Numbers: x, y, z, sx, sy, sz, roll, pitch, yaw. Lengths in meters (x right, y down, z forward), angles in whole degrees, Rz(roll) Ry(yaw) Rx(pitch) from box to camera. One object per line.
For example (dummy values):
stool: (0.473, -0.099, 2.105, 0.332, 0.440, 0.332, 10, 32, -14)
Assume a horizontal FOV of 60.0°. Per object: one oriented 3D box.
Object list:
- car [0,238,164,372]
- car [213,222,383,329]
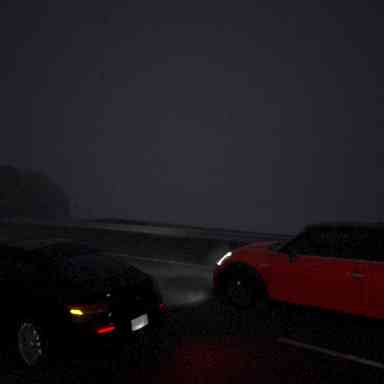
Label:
car: (-2.588, 1.523, 5.599, 4.674, 1.442, 1.812, 0, 0, 34)
car: (2.645, 1.342, 6.266, 4.553, 1.767, 2.097, 0, 0, 35)
